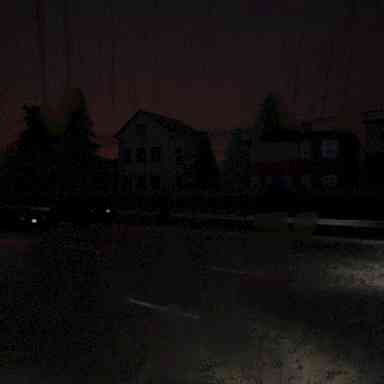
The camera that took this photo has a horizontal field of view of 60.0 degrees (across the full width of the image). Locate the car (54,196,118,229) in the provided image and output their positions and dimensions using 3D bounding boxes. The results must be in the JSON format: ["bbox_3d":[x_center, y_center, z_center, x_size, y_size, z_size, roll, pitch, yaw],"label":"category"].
[{"bbox_3d":[-7.365,1.280,22.143,5.566,2.045,2.150,0,0,36],"label":"car"}]

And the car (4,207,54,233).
[{"bbox_3d":[-10.661,1.628,20.195,4.181,1.385,1.994,0,0,36],"label":"car"}]

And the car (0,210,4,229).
[{"bbox_3d":[-11.932,1.552,16.803,4.902,1.511,2.128,0,0,36],"label":"car"}]
